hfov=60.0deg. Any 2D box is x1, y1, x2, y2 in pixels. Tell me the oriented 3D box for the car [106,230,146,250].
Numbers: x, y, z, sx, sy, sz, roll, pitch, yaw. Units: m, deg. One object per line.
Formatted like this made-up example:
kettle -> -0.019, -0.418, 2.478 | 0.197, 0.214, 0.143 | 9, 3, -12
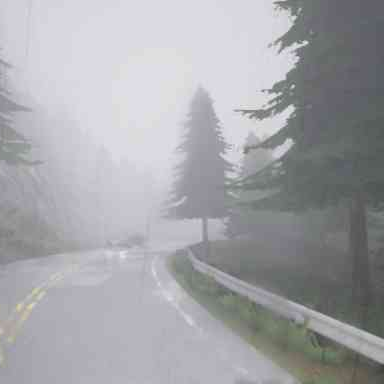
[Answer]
car -> -5.201, 3.797, 26.735 | 2.128, 1.511, 4.902 | -2, -7, 11
